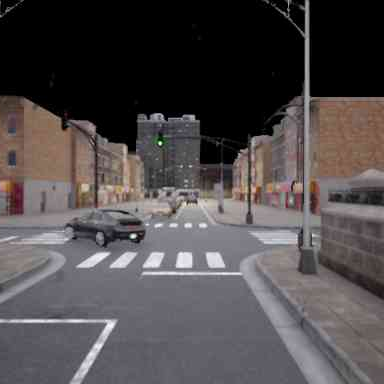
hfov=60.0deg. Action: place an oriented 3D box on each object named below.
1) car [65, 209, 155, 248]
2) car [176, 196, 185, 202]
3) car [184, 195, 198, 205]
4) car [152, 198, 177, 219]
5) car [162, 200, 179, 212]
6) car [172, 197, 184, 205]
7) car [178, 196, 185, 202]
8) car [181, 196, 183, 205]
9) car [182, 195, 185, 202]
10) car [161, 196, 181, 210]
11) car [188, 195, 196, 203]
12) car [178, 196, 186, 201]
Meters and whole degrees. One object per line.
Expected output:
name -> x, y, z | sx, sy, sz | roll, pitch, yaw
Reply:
car -> -4.073, 1.541, 15.186 | 1.837, 1.490, 4.892 | 1, -1, -45
car -> -2.640, 1.704, 79.382 | 2.008, 1.369, 4.403 | 0, 0, 0
car -> -0.001, 1.467, 61.253 | 2.097, 1.767, 4.553 | 0, 0, 0
car -> -2.640, 1.578, 30.143 | 1.752, 1.417, 4.829 | 0, 0, 0
car -> -2.640, 1.656, 41.217 | 1.802, 1.307, 4.206 | 0, 0, 0
car -> -2.640, 1.670, 63.026 | 2.008, 1.369, 4.403 | 0, 0, 0
car -> -2.641, 1.689, 84.664 | 1.752, 1.417, 4.829 | 0, 0, 0
car -> -2.640, 1.610, 46.500 | 1.752, 1.417, 4.829 | 0, 0, 0
car -> -2.640, 1.673, 57.573 | 1.947, 1.339, 4.313 | 0, 0, 0
car -> -2.640, 1.379, 35.766 | 2.192, 1.841, 5.009 | 0, 0, 0
car -> -0.001, 1.504, 72.183 | 1.882, 1.535, 5.008 | 0, 0, 0
car -> -2.640, 1.742, 90.286 | 1.947, 1.339, 4.313 | 0, 0, 0
